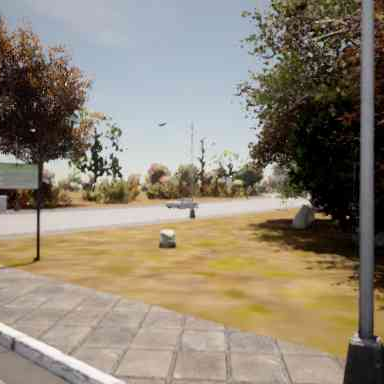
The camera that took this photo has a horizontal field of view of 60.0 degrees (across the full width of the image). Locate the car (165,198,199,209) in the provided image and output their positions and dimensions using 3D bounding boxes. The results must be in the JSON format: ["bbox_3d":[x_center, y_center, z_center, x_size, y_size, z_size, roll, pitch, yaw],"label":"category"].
[{"bbox_3d":[-1.258,1.444,41.826,1.895,1.301,4.718,0,0,38],"label":"car"}]
